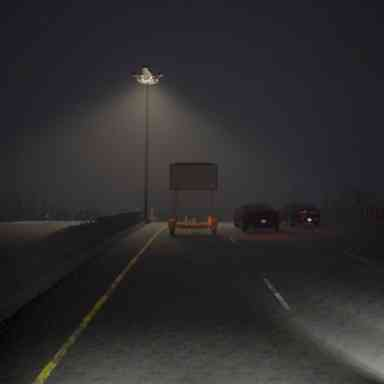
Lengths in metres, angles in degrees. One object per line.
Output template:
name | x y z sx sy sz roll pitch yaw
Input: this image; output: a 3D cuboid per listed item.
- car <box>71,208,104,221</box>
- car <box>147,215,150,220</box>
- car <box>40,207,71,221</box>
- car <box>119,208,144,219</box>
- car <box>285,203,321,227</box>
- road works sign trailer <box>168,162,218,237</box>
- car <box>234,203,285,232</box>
car | -10.600 2.339 34.648 1.994 1.385 4.181 0 -5 0
car | -10.455 5.898 76.722 1.994 1.385 4.181 0 -5 2
car | -14.101 2.287 34.883 2.128 1.511 4.902 0 -5 0
car | -7.099 2.541 37.881 2.128 1.511 4.902 0 -5 0
car | 7.098 1.522 22.536 1.837 1.490 4.892 0 -2 0
road works sign trailer | 0.094 0.316 16.665 2.380 3.560 2.880 0 -1 3
car | 3.599 1.387 19.218 1.882 1.535 5.008 0 -2 0
